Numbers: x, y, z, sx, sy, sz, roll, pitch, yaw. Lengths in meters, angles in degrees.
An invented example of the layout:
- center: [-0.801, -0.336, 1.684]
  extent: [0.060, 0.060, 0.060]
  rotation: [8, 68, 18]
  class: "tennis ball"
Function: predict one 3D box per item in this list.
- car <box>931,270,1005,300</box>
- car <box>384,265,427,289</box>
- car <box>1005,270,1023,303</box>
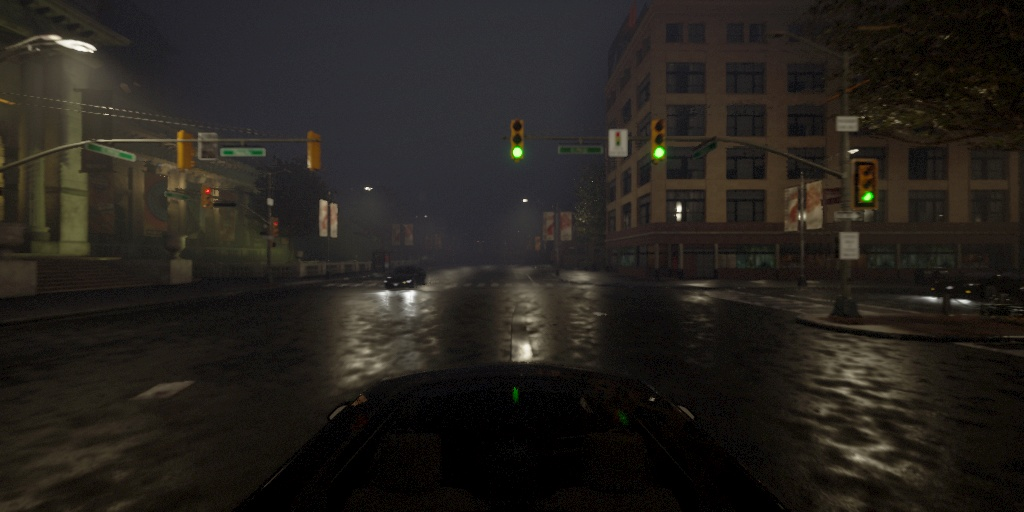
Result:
- center: [23.680, 1.385, 17.789]
  extent: [4.181, 1.385, 1.994]
  rotation: [0, 0, 0]
  class: "car"
- center: [-6.997, 1.409, 23.977]
  extent: [1.837, 1.490, 4.892]
  rotation: [0, 2, 0]
  class: "car"
- center: [23.380, 1.331, 14.301]
  extent: [4.674, 1.442, 1.812]
  rotation: [0, 0, 0]
  class: "car"
